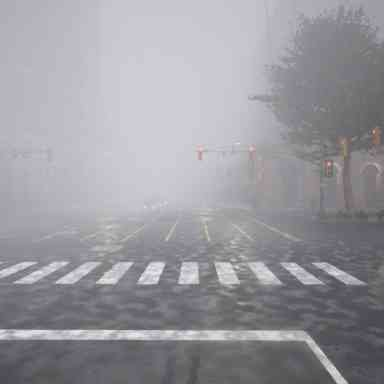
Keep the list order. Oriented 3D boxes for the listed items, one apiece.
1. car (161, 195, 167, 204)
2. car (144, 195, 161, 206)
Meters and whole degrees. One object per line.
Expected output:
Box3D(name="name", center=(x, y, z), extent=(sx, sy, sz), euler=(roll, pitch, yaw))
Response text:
Box3D(name="car", center=(-6.674, 1.352, 64.256), extent=(2.097, 1.767, 4.553), euler=(0, 0, 1))
Box3D(name="car", center=(-6.759, 1.478, 55.190), extent=(1.882, 1.535, 5.008), euler=(0, 0, 1))
